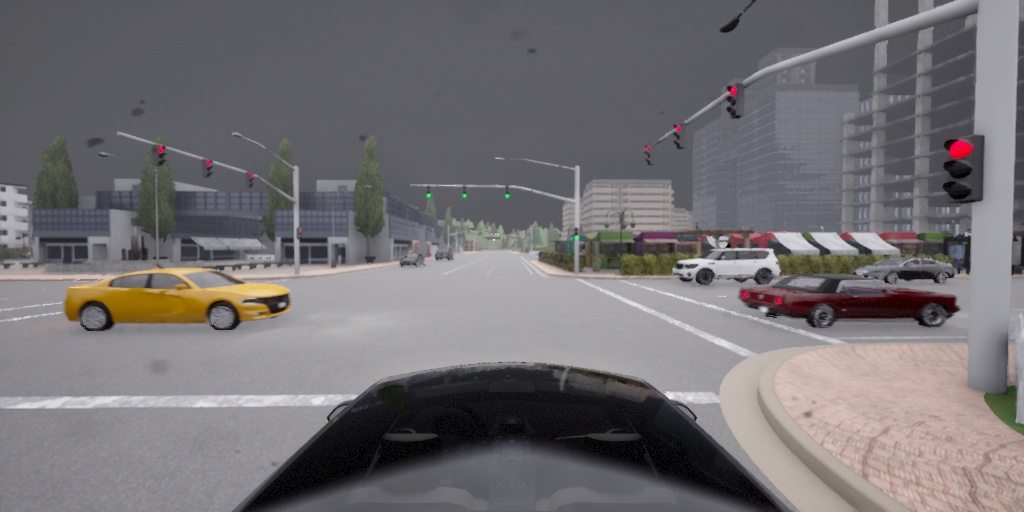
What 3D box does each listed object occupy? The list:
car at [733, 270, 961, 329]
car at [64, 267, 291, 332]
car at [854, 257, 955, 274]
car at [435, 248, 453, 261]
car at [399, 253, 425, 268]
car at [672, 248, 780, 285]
[{"bbox_3d":[9.114,1.172,9.893,4.718,1.301,1.895,0,1,-2],"label":"car"},{"bbox_3d":[-8.679,1.055,9.594,5.008,1.535,1.882,0,1,-1],"label":"car"},{"bbox_3d":[22.674,0.821,20.891,4.902,1.511,2.128,0,1,-2],"label":"car"},{"bbox_3d":[-10.837,-0.248,57.733,2.150,2.045,5.566,0,1,0],"label":"car"},{"bbox_3d":[-10.790,0.439,39.104,1.837,1.490,4.892,0,1,0],"label":"car"},{"bbox_3d":[12.224,0.559,20.573,5.566,2.045,2.150,0,1,-2],"label":"car"}]
